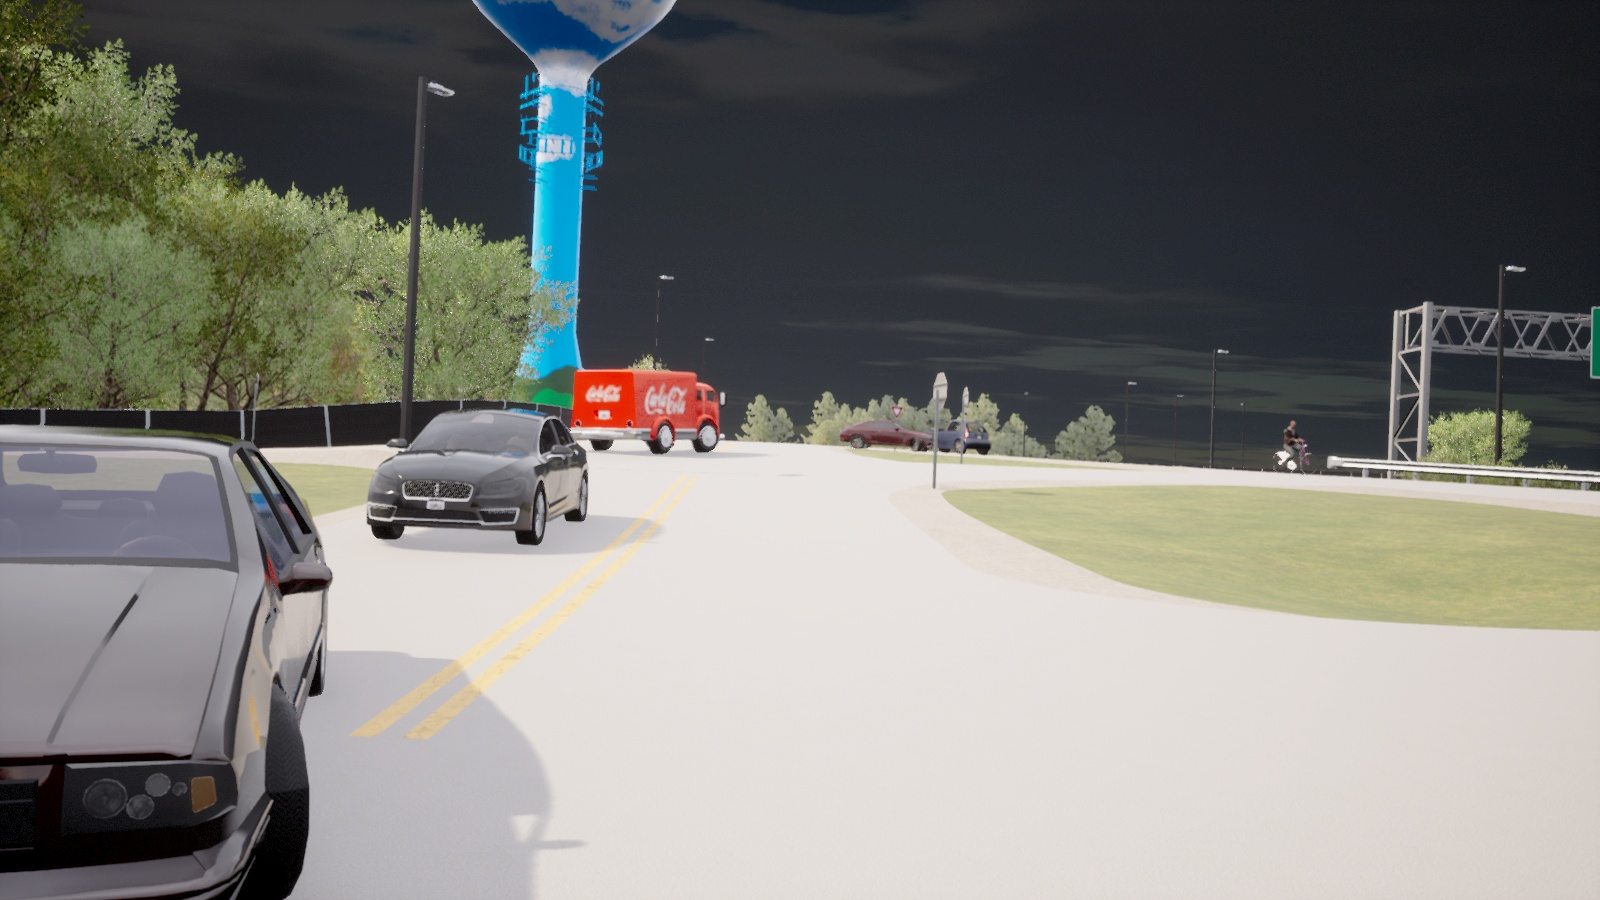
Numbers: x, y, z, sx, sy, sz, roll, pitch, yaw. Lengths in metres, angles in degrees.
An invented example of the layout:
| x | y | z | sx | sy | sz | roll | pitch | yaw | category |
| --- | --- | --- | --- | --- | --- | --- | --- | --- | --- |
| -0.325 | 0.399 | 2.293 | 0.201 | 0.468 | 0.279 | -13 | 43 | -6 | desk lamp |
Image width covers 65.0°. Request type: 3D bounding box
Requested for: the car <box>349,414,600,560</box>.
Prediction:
| x | y | z | sx | sy | sz | roll | pitch | yaw | category |
| --- | --- | --- | --- | --- | --- | --- | --- | --- | --- |
| -3.816 | 0.319 | 15.658 | 1.837 | 1.490 | 4.892 | 1 | 2 | 0 | car |

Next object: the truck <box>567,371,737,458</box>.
| x | y | z | sx | sy | sz | roll | pitch | yaw | category |
| --- | --- | --- | --- | --- | --- | --- | --- | --- | --- |
| -4.421 | -1.082 | 38.495 | 2.627 | 2.467 | 5.204 | 0 | 2 | 28 | truck |

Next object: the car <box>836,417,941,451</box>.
| x | y | z | sx | sy | sz | roll | pitch | yaw | category |
| --- | --- | --- | --- | --- | --- | --- | --- | --- | --- |
| 4.243 | -0.779 | 60.171 | 4.674 | 1.442 | 1.812 | 2 | 0 | 16 | car |

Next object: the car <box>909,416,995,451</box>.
| x | y | z | sx | sy | sz | roll | pitch | yaw | category |
| --- | --- | --- | --- | --- | --- | --- | --- | --- | --- |
| 7.273 | -0.814 | 60.493 | 1.851 | 1.617 | 3.988 | 1 | 1 | -36 | car |

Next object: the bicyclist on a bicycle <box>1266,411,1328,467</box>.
| x | y | z | sx | sy | sz | roll | pitch | yaw | category |
| --- | --- | --- | --- | --- | --- | --- | --- | --- | --- |
| 16.173 | -0.360 | 40.909 | 0.659 | 1.776 | 1.843 | 1 | 1 | -26 | bicyclist on a bicycle |

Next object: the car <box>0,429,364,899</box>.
| x | y | z | sx | sy | sz | roll | pitch | yaw | category |
| --- | --- | --- | --- | --- | --- | --- | --- | --- | --- |
| -2.930 | 0.663 | 5.151 | 2.033 | 1.411 | 5.357 | 1 | 1 | -18 | car |
